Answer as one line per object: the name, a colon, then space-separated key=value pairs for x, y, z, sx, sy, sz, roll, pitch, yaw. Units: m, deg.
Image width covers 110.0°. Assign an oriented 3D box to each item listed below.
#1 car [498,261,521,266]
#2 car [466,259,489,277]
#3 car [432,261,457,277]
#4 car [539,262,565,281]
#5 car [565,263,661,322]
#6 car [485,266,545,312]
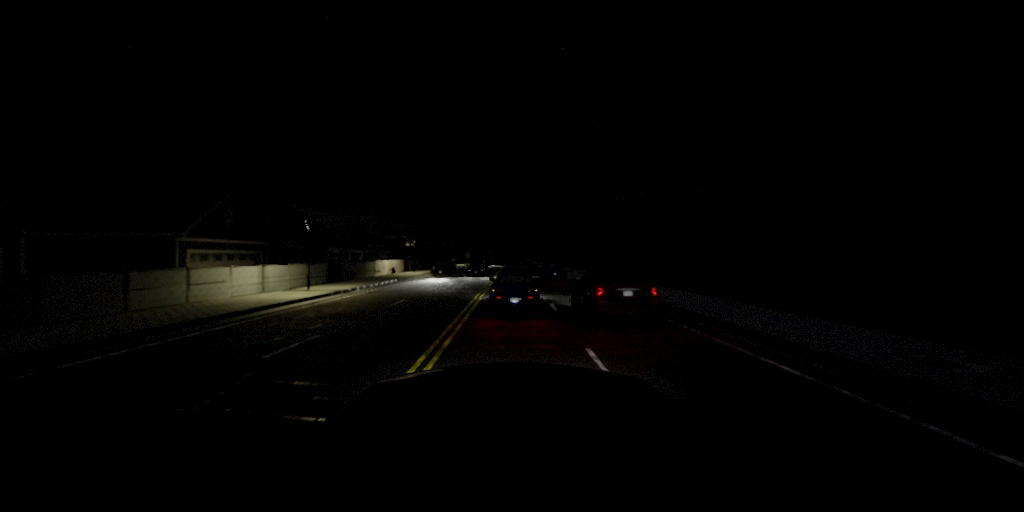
car: x=0.091 y=1.319 z=29.223 sx=1.994 sy=1.385 sz=4.181 roll=0 pitch=0 yaw=0
car: x=-3.349 y=1.262 z=35.482 sx=1.837 sy=1.490 sz=4.892 roll=0 pitch=0 yaw=0
car: x=-6.600 y=1.248 z=35.514 sx=2.128 sy=1.511 sz=4.902 roll=0 pitch=0 yaw=0
car: x=3.342 y=1.233 z=30.227 sx=1.882 sy=1.535 sz=5.008 roll=0 pitch=0 yaw=0
car: x=3.339 y=1.103 z=12.432 sx=2.097 sy=1.767 sz=4.553 roll=0 pitch=0 yaw=0
car: x=0.093 y=1.277 z=14.073 sx=1.812 sy=1.442 sz=4.674 roll=0 pitch=0 yaw=0
